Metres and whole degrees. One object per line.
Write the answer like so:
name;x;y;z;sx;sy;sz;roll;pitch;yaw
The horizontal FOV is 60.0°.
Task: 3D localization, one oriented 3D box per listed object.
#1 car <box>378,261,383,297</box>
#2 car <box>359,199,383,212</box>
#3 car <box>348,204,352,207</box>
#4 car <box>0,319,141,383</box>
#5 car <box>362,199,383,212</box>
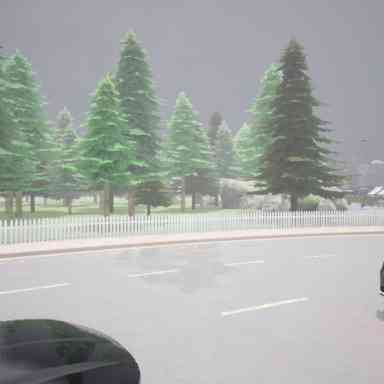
car;5.722;1.492;6.151;4.902;1.511;2.128;0;0;-23
car;19.981;1.619;36.076;1.994;1.385;4.181;0;0;-3
car;22.586;1.533;51.190;1.882;1.535;5.008;0;0;-3
car;-2.638;1.478;1.680;5.008;1.535;1.882;0;0;-36
car;23.187;1.581;41.124;1.812;1.442;4.674;0;0;-3
